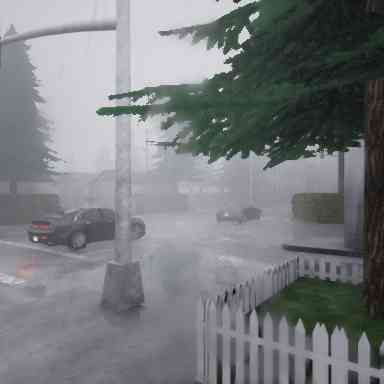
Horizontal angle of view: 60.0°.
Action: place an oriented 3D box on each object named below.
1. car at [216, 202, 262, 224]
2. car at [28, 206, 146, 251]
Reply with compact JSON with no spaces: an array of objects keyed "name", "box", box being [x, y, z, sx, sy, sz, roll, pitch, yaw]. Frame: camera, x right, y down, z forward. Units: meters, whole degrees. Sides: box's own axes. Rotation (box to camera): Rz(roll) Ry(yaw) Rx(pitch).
[{"name":"car","box":[3.441,1.414,23.754,1.994,1.385,4.181,1,2,35]},{"name":"car","box":[-3.896,1.314,13.204,1.837,1.490,4.892,0,0,35]}]
